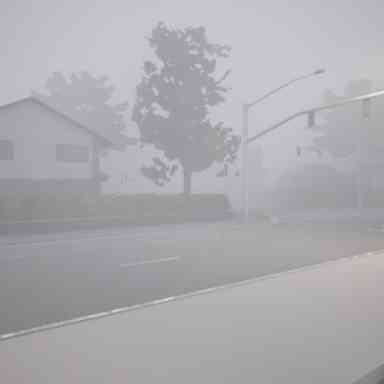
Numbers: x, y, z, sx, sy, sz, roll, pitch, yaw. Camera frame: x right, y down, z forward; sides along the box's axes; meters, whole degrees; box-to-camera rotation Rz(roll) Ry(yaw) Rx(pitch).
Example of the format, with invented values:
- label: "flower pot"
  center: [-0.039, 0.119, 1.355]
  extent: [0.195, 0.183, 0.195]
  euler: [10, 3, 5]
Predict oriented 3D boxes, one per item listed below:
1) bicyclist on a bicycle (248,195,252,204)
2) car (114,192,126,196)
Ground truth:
- label: "bicyclist on a bicycle"
  center: [8.911, 1.112, 52.962]
  extent: [1.656, 1.620, 0.582]
  euler: [-1, 0, -36]
- label: "car"
  center: [-17.248, 0.937, 77.300]
  extent: [2.150, 2.045, 5.566]
  euler: [0, 0, -36]
